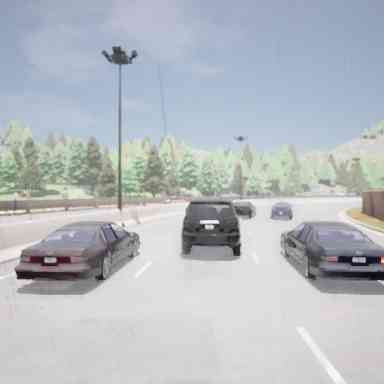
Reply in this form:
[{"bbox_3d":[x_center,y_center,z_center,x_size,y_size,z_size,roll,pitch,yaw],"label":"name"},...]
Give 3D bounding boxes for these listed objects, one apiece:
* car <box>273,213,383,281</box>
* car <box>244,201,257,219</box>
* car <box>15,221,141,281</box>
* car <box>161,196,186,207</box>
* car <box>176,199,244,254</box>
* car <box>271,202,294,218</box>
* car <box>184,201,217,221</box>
[{"bbox_3d":[4.005,1.596,10.045,2.033,1.411,5.357,0,0,5],"label":"car"},{"bbox_3d":[4.960,1.630,31.557,1.882,1.535,5.008,0,0,18],"label":"car"},{"bbox_3d":[-3.009,1.598,10.039,2.033,1.411,5.357,0,0,4],"label":"car"},{"bbox_3d":[-3.117,1.628,56.565,2.097,1.767,4.553,0,0,30],"label":"car"},{"bbox_3d":[0.925,1.290,13.963,2.150,2.045,5.566,0,0,7],"label":"car"},{"bbox_3d":[8.461,1.675,31.017,1.812,1.442,4.674,0,0,19],"label":"car"},{"bbox_3d":[0.865,1.651,30.173,1.837,1.490,4.892,0,0,17],"label":"car"}]
